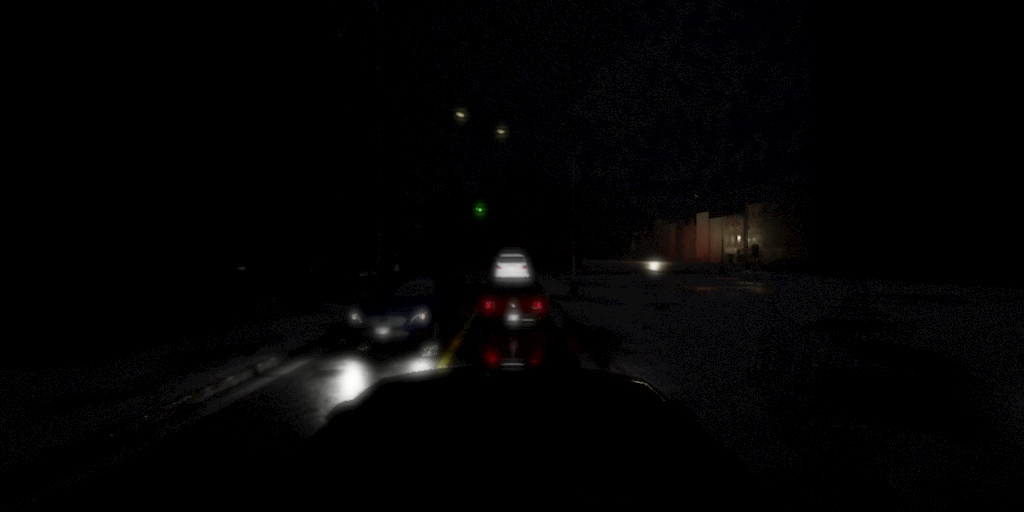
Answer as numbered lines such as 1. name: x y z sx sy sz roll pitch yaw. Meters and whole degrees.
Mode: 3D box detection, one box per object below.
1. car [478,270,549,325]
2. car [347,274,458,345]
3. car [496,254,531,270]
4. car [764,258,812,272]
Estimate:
1. car: 0.062 1.303 11.538 1.895 1.301 4.718 0 0 0
2. car: -2.598 1.238 9.550 1.812 1.442 4.674 0 0 0
3. car: 0.143 0.865 25.259 2.150 2.045 5.566 0 0 3
4. car: 30.538 0.998 39.683 4.902 1.511 2.128 0 0 -9
